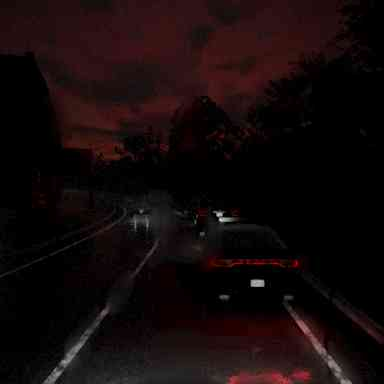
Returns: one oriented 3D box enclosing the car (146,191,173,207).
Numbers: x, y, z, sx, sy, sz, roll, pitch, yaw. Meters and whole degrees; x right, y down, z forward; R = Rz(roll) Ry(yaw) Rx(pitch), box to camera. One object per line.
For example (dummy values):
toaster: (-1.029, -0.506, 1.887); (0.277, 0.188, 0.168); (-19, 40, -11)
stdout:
car: (-4.076, 0.880, 43.708); (2.150, 2.045, 5.566); (1, 1, -18)

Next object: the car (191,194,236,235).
car: (1.239, 1.179, 18.591); (2.150, 2.045, 5.566); (0, 0, -2)

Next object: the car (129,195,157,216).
car: (-4.571, 1.325, 29.916); (2.128, 1.511, 4.902); (0, 1, -9)

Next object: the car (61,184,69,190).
car: (-33.184, -1.313, 84.839); (1.895, 1.301, 4.718); (3, 3, -43)

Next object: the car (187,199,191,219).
car: (0.888, 1.139, 24.748); (2.150, 2.045, 5.566); (0, 0, -5)

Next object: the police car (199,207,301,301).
police car: (1.227, 1.419, 8.519); (1.930, 1.638, 5.238); (0, 0, 1)

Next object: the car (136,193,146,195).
car: (-8.414, 0.867, 55.730); (2.033, 1.411, 5.357); (1, 1, -25)
